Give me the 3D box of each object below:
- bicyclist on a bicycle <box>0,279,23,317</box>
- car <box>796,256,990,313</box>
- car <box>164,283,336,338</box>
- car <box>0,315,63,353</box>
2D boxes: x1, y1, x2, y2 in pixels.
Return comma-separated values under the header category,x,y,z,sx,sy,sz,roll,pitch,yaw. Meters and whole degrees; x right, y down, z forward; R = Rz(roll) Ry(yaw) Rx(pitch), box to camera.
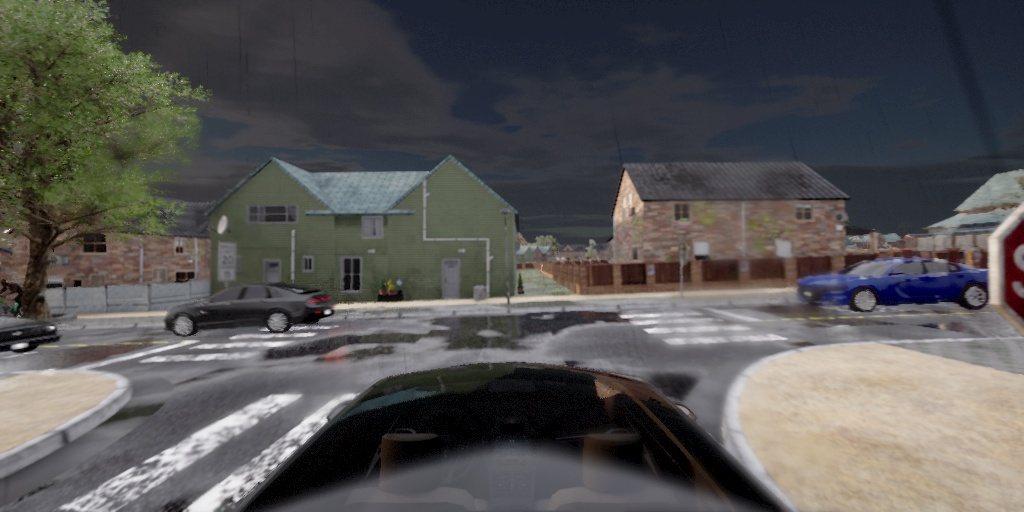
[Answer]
category,x,y,z,sx,sy,sz,roll,pitch,yaw
bicyclist on a bicycle,-20.584,1.767,14.742,0.582,1.620,1.656,0,1,1
car,11.662,0.807,11.084,5.008,1.535,1.882,-2,-1,1
car,-8.329,1.651,11.563,4.892,1.490,1.837,-2,-1,1
car,-14.586,1.901,8.761,5.357,1.411,2.033,-2,-1,1
